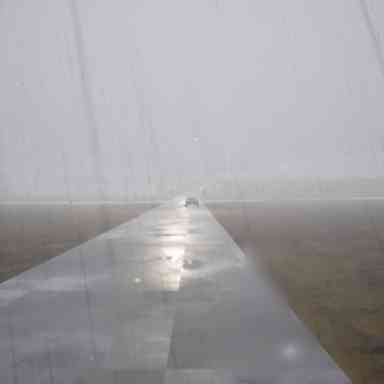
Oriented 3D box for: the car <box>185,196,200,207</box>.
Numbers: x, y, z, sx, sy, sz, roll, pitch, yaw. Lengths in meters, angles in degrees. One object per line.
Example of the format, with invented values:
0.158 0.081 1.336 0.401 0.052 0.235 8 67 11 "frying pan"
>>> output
0.020 1.255 45.506 1.837 1.490 4.892 0 1 0 "car"
